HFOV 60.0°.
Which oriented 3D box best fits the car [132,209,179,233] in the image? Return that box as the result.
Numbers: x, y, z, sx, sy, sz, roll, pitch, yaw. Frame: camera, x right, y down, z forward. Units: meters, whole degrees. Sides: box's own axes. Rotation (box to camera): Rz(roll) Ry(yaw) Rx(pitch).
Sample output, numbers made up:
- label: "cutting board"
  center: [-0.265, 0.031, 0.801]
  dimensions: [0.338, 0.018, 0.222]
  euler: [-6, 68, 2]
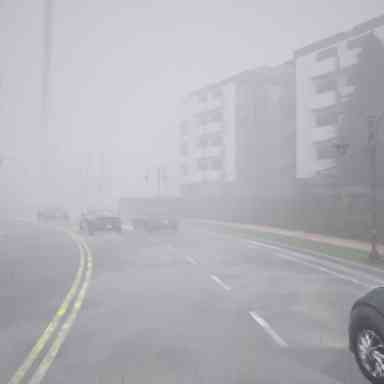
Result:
- label: "car"
  center: [-2.490, 1.800, 21.697]
  dimensions: [1.994, 1.385, 4.181]
  euler: [0, -1, -27]

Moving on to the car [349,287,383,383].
- label: "car"
  center: [3.235, 1.376, 2.609]
  dimensions: [2.097, 1.767, 4.553]
  euler: [0, 0, -4]

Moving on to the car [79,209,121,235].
- label: "car"
  center: [-5.646, 1.754, 20.355]
  dimensions: [1.812, 1.442, 4.674]
  euler: [0, -1, -28]

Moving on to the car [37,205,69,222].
- label: "car"
  center: [-12.884, 1.915, 30.691]
  dimensions: [1.994, 1.385, 4.181]
  euler: [0, -1, -38]
